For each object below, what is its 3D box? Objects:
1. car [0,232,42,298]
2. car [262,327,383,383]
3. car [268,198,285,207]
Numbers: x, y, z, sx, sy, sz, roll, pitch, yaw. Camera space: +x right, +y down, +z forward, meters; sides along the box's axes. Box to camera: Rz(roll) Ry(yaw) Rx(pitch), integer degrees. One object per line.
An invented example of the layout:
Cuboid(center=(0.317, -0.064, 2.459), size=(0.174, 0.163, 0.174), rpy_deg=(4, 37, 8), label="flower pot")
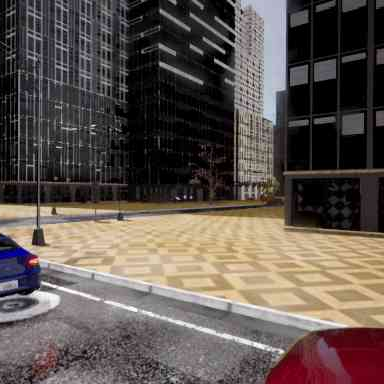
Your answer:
Cuboid(center=(-5.160, 1.523, 7.371), size=(4.674, 1.442, 1.812), rpy_deg=(0, 0, 36), label="car")
Cuboid(center=(2.437, 1.564, 1.937), size=(4.181, 1.385, 1.994), rpy_deg=(0, 0, 35), label="car")
Cuboid(center=(15.011, 1.767, 58.239), size=(1.837, 1.490, 4.892), rpy_deg=(1, 0, 37), label="car")
